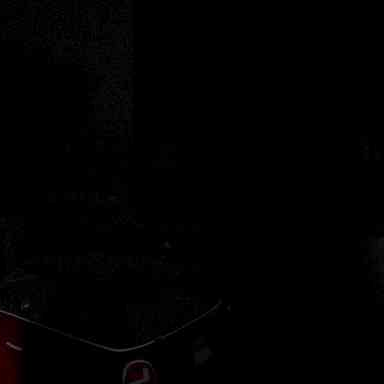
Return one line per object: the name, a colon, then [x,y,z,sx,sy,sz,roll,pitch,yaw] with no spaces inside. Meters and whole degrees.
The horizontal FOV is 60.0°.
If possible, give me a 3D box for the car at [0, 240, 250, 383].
car: [-1.492,1.440,4.004,4.097,1.590,1.967,0,0,35]
